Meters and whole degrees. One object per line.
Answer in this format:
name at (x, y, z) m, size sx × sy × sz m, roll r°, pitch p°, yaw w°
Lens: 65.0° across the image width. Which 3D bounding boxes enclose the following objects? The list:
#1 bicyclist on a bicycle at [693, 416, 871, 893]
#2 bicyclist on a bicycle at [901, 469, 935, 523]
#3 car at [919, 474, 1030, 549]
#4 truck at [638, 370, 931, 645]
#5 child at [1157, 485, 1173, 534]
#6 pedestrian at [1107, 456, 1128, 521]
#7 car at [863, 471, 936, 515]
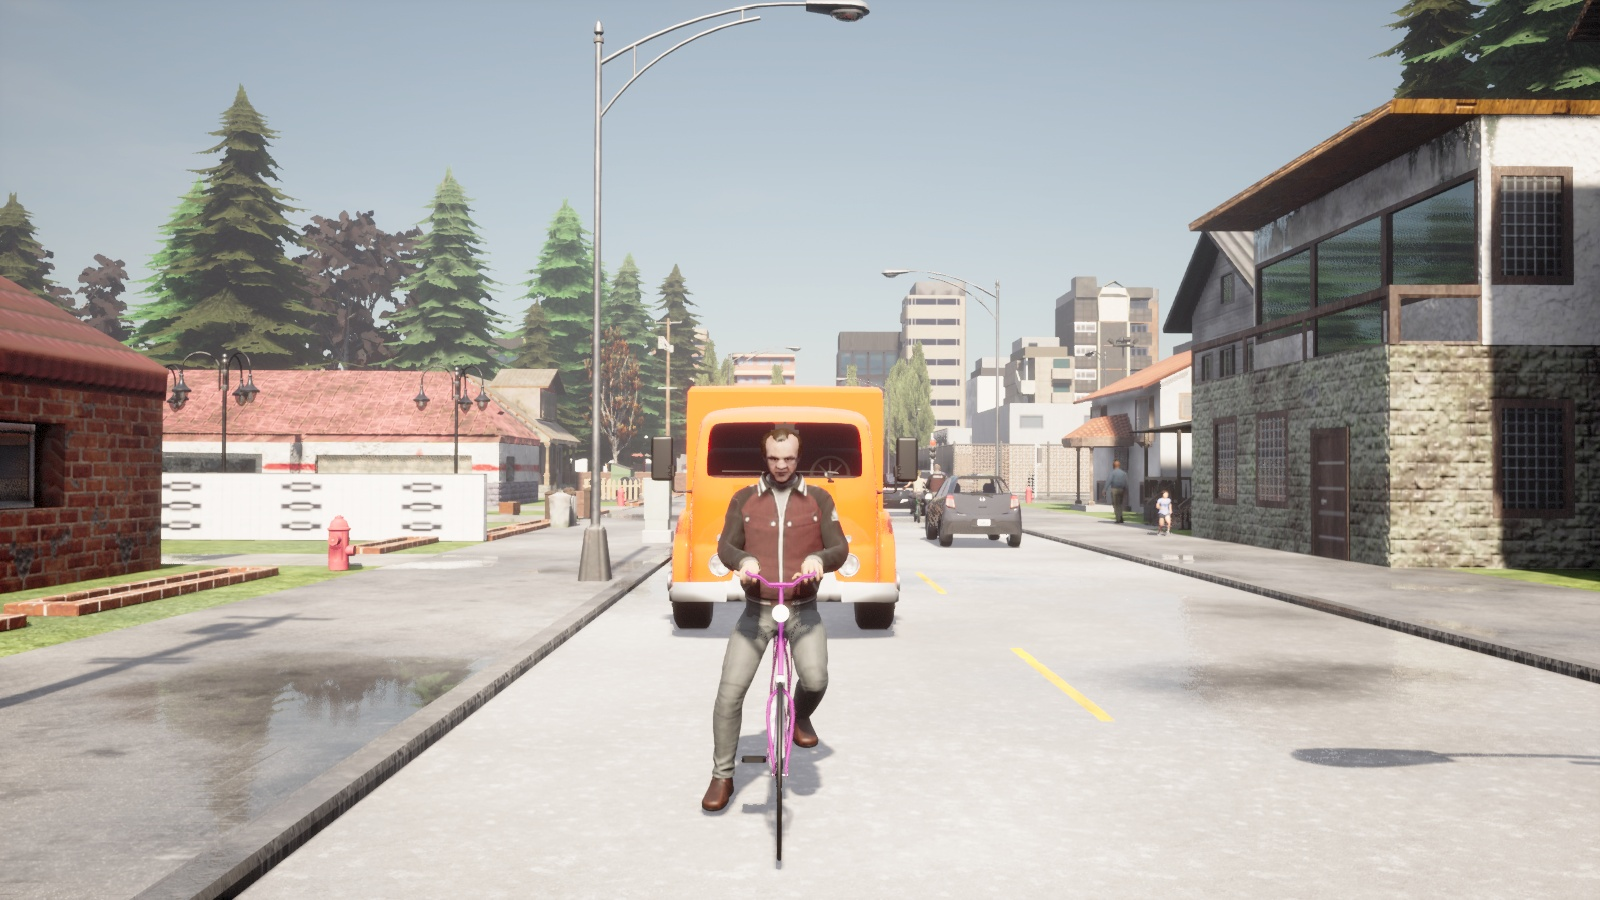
bicyclist on a bicycle at (-0.079, 0.780, 5.614) m, size 0.659 × 1.776 × 1.843 m, roll 0°, pitch -1°, yaw -1°
bicyclist on a bicycle at (3.580, 1.378, 38.293) m, size 0.866 × 1.612 × 1.509 m, roll 0°, pitch -1°, yaw -1°
car at (3.697, 1.269, 27.173) m, size 1.845 × 1.501 × 3.633 m, roll 0°, pitch -1°, yaw -1°
truck at (-0.168, 0.562, 13.922) m, size 2.627 × 2.467 × 5.204 m, roll 0°, pitch -1°, yaw -1°
child at (8.314, 1.350, 28.618) m, size 0.255 × 1.110 × 0.394 m, roll 0°, pitch -1°, yaw 0°
pedestrian at (8.962, 1.082, 35.436) m, size 0.370 × 1.835 × 0.726 m, roll 0°, pitch -1°, yaw -1°
car at (3.519, 1.516, 45.323) m, size 2.128 × 1.511 × 4.902 m, roll 0°, pitch -1°, yaw -1°
